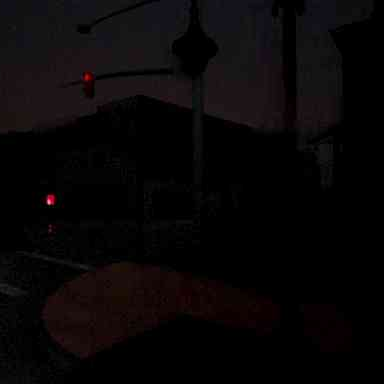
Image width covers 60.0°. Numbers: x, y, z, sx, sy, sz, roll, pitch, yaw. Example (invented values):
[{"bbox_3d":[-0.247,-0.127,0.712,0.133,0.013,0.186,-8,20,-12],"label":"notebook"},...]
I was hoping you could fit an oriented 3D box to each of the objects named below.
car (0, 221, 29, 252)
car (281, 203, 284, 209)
[{"bbox_3d":[-8.582,1.688,12.677,1.994,1.385,4.181,-1,0,41],"label":"car"},{"bbox_3d":[8.332,1.714,32.146,1.895,1.301,4.718,-1,0,41],"label":"car"}]
